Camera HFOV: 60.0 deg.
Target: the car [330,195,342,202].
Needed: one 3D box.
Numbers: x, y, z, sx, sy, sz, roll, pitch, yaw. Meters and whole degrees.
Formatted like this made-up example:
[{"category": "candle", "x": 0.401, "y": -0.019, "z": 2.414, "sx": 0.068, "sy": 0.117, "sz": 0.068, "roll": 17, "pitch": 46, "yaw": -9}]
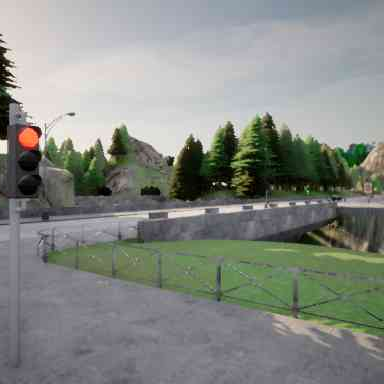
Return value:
[{"category": "car", "x": 32.969, "y": 1.438, "z": 75.990, "sx": 1.837, "sy": 1.490, "sz": 4.892, "roll": 0, "pitch": 0, "yaw": 36}]
